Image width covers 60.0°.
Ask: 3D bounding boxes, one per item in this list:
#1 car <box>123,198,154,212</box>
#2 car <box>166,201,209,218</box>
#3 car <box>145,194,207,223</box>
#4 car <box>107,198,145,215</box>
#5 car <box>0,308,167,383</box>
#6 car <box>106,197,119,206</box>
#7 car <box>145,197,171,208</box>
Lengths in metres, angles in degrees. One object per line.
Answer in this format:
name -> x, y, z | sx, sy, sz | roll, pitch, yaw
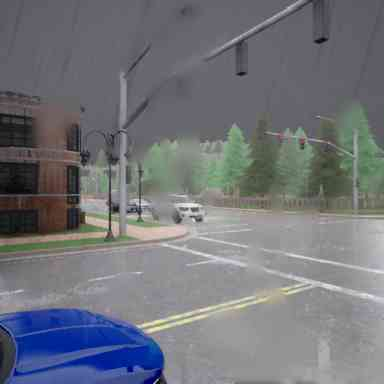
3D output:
car -> -6.349, 1.526, 39.232 | 1.812, 1.442, 4.674 | 0, 0, -35
car -> -0.473, 1.564, 30.783 | 1.994, 1.385, 4.181 | 0, 0, -35
car -> -1.231, 1.221, 25.807 | 2.150, 2.045, 5.566 | 0, 0, -33
car -> -6.639, 1.564, 33.513 | 1.994, 1.385, 4.181 | 0, 0, -34
car -> -2.481, 1.478, 1.971 | 5.008, 1.535, 1.882 | 0, 0, -36
car -> -12.617, 1.564, 54.574 | 1.994, 1.385, 4.181 | 0, 0, -35
car -> -5.151, 1.525, 50.006 | 1.812, 1.442, 4.674 | 0, 0, -35
